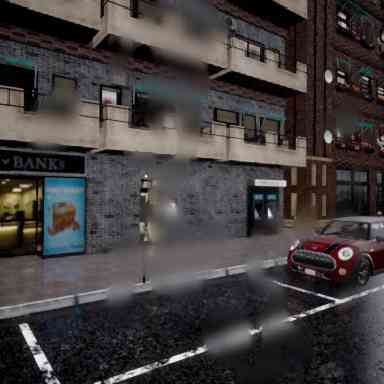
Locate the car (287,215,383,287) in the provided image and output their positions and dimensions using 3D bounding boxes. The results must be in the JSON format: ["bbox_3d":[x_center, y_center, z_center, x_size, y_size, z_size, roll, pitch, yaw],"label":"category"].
[{"bbox_3d":[4.530,1.442,9.327,4.097,1.590,1.967,0,1,-36],"label":"car"}]
